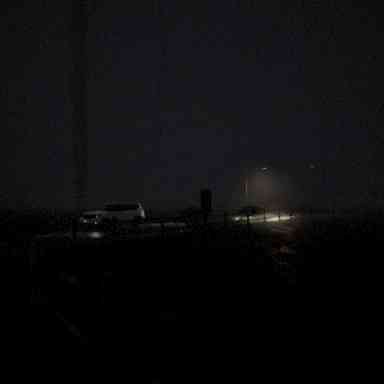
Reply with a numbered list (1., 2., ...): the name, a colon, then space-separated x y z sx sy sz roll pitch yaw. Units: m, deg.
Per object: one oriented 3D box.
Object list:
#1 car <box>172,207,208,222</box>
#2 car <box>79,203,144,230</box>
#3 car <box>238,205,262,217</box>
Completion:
1. car: -0.150 2.341 35.140 2.128 1.511 4.902 -1 -2 36
2. car: -6.243 1.870 26.630 2.150 2.045 5.566 -1 -2 36
3. car: 8.201 2.607 46.775 1.882 1.535 5.008 -1 -2 36
